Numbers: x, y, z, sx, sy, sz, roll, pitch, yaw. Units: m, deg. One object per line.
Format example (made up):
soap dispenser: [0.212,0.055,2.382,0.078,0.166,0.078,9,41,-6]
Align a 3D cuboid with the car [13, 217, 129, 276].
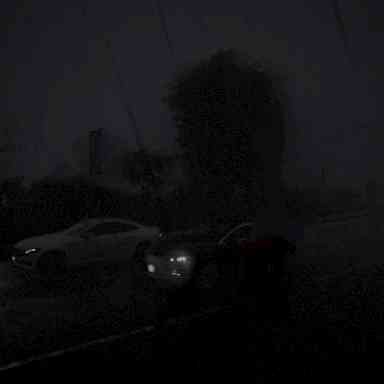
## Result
car: [-3.066,1.562,10.600,4.674,1.442,1.812,0,0,-38]

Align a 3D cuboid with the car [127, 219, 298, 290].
car: [0.969,1.534,9.316,4.902,1.511,2.128,0,0,-38]
